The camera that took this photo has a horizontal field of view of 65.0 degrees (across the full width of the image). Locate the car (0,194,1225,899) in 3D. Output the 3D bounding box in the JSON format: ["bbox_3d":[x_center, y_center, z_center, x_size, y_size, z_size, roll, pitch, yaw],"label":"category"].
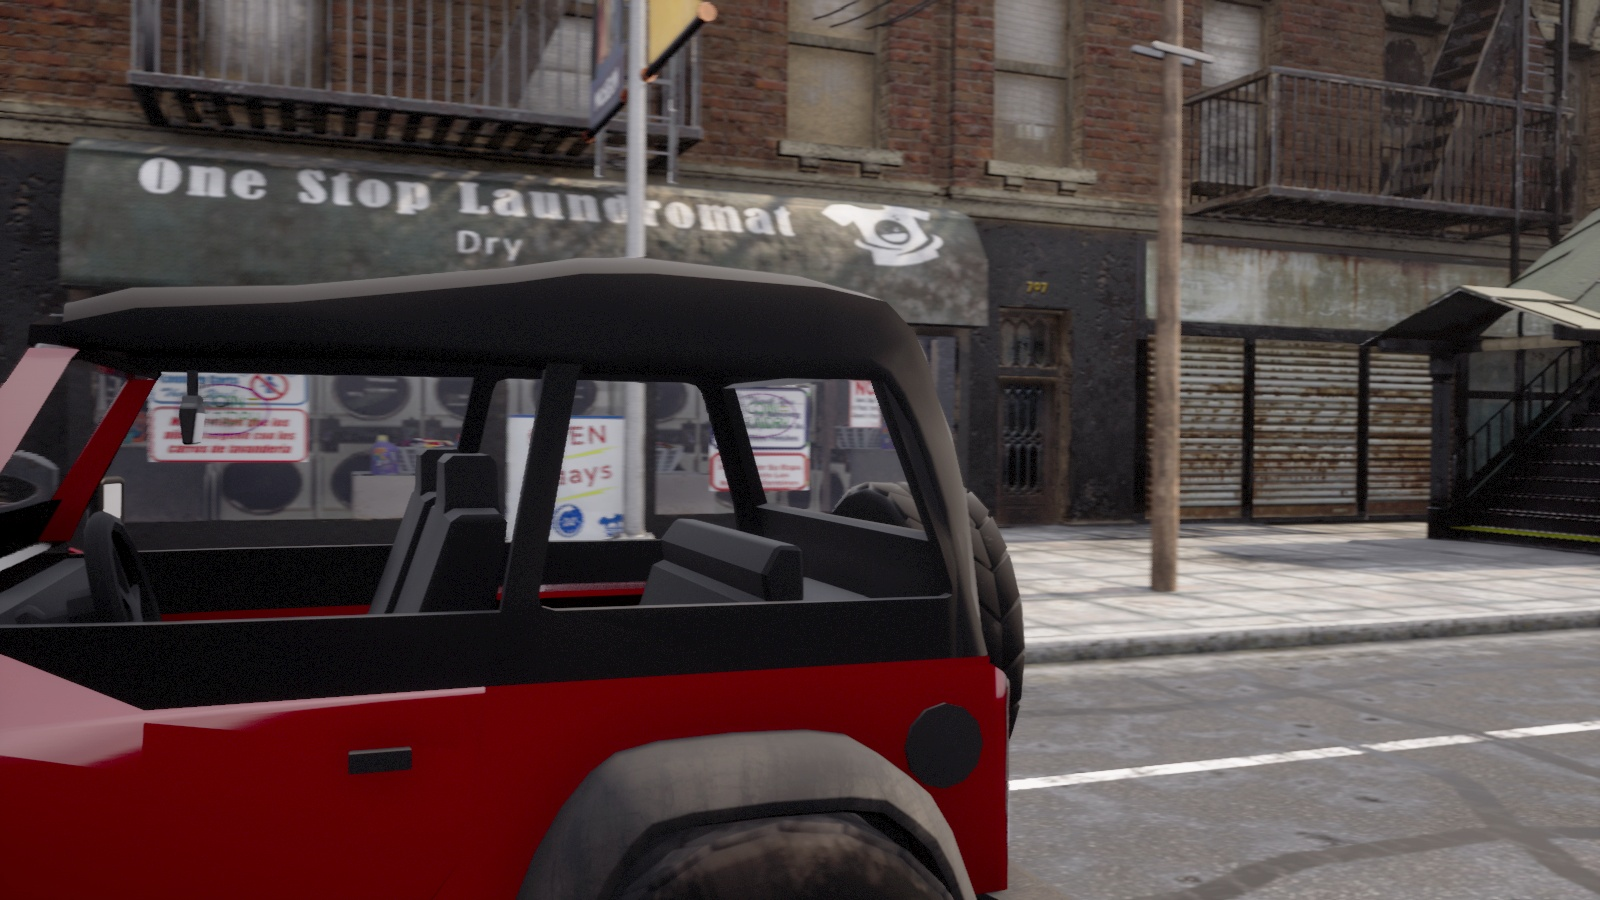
[{"bbox_3d":[-1.286,0.563,2.748,3.866,1.878,1.905,-1,1,-21],"label":"car"}]
